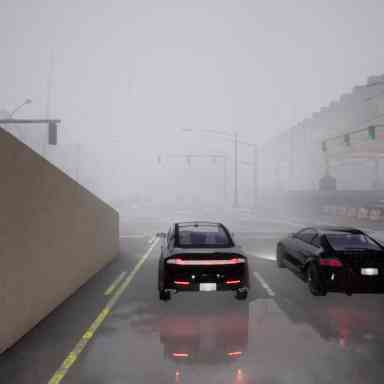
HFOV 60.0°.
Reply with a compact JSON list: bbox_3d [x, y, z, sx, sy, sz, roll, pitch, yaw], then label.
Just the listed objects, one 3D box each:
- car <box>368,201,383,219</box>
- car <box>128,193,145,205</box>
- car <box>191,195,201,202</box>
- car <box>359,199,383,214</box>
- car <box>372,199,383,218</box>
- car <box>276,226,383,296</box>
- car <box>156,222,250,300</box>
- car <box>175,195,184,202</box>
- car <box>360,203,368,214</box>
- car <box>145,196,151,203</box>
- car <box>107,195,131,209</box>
[{"bbox_3d":[17.446,1.453,26.820,2.038,1.542,4.974,0,0,-35],"label":"car"},{"bbox_3d":[-10.044,1.224,57.234,2.150,2.045,5.566,0,0,2],"label":"car"},{"bbox_3d":[0.864,1.355,69.974,2.033,1.411,5.357,0,0,1],"label":"car"},{"bbox_3d":[17.590,1.295,31.464,4.536,1.218,1.853,0,0,-45],"label":"car"},{"bbox_3d":[17.476,1.295,26.778,1.853,1.218,4.536,0,0,-35],"label":"car"},{"bbox_3d":[3.575,1.564,8.676,1.994,1.385,4.181,0,0,0],"label":"car"},{"bbox_3d":[0.137,1.492,8.393,2.128,1.511,4.902,0,0,-4],"label":"car"},{"bbox_3d":[-2.635,1.355,70.063,2.033,1.411,5.357,0,0,1],"label":"car"},{"bbox_3d":[17.553,1.453,31.427,4.974,1.542,2.038,0,0,-45],"label":"car"},{"bbox_3d":[-9.666,1.553,68.929,1.994,1.385,4.181,0,0,1],"label":"car"},{"bbox_3d":[-10.344,1.547,46.022,2.033,1.411,5.357,0,0,2],"label":"car"}]
